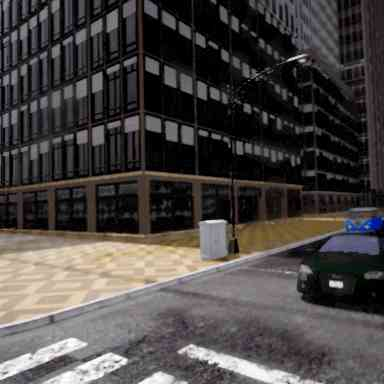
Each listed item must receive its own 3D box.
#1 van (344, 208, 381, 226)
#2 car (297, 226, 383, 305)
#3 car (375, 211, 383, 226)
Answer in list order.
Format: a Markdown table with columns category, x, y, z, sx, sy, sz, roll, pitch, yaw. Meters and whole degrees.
| category | x | y | z | sx | sy | sz | roll | pitch | yaw |
| --- | --- | --- | --- | --- | --- | --- | --- | --- | --- |
| van | 11.262 | 1.918 | 21.692 | 1.690 | 1.788 | 3.998 | -3 | -3 | 38 |
| car | 4.313 | 1.811 | 8.705 | 1.994 | 1.385 | 4.181 | -4 | -3 | 38 |
| car | 11.520 | 1.886 | 17.839 | 1.882 | 1.535 | 5.008 | -4 | -3 | 38 |
